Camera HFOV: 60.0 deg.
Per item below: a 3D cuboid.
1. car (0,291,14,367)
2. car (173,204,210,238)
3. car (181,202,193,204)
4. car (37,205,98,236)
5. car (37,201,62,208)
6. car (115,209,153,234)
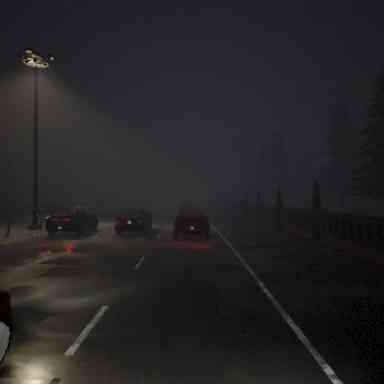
[{"bbox_3d":[-3.400,1.509,2.627,1.882,1.535,5.008,0,-1,0],"label":"car"},{"bbox_3d":[-0.050,1.694,19.228,1.882,1.535,5.008,0,-1,-1],"label":"car"},{"bbox_3d":[-0.543,1.904,38.069,1.882,1.535,5.008,0,-1,-1],"label":"car"},{"bbox_3d":[-7.072,1.718,20.077,2.128,1.511,4.902,0,-1,-1],"label":"car"},{"bbox_3d":[-18.274,1.976,42.997,2.128,1.511,4.902,0,-1,-1],"label":"car"},{"bbox_3d":[-3.587,1.785,21.174,2.033,1.411,5.357,0,-1,-2],"label":"car"}]
